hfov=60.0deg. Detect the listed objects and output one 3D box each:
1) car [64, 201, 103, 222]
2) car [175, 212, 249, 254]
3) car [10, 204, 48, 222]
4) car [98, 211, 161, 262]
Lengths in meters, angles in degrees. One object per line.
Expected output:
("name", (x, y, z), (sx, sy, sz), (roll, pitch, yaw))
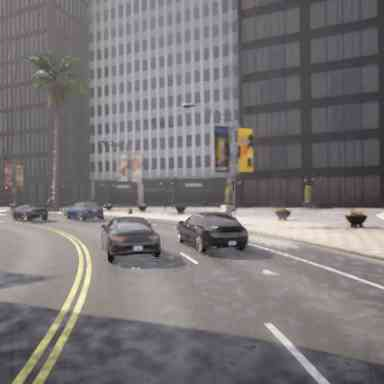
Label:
("car", (-10.103, 1.715, 30.895), (2.097, 1.767, 4.553), (0, -1, -45))
("car", (0.673, 1.610, 14.243), (1.837, 1.490, 4.892), (0, 0, -19))
("car", (-15.095, 1.926, 30.768), (4.892, 1.490, 1.837), (-1, -1, 41))
("car", (-2.448, 1.656, 12.789), (1.812, 1.442, 4.674), (0, -1, -19))
